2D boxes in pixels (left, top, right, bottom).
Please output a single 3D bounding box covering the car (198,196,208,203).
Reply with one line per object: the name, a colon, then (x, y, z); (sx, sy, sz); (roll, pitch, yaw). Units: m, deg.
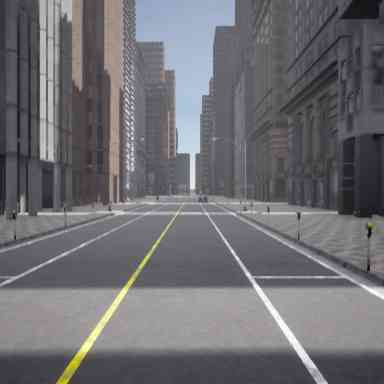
car: (2.352, 1.502, 70.563); (1.812, 1.442, 4.674); (0, 0, 0)
